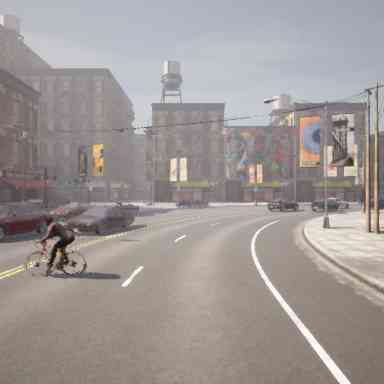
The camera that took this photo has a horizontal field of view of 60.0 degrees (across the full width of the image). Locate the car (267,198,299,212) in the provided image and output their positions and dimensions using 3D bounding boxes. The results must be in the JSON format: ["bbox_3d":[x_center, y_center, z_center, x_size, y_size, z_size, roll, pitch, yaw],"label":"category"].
[{"bbox_3d":[10.768,1.491,39.205,4.902,1.511,2.128,0,0,-44],"label":"car"}]

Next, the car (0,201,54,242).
[{"bbox_3d":[-9.258,1.352,16.409,2.097,1.767,4.553,0,0,12],"label":"car"}]

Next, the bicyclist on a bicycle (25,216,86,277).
[{"bbox_3d":[-3.606,1.454,8.773,1.656,1.620,0.582,-1,0,3],"label":"bicyclist on a bicycle"}]

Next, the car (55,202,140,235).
[{"bbox_3d":[-5.146,1.548,19.268,2.033,1.411,5.357,0,0,16],"label":"car"}]

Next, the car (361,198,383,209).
[{"bbox_3d":[24.176,1.526,43.323,4.674,1.442,1.812,0,0,-20],"label":"car"}]

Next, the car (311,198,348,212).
[{"bbox_3d":[15.856,1.504,38.910,4.892,1.490,1.837,0,0,-38],"label":"car"}]

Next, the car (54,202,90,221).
[{"bbox_3d":[-9.485,1.520,27.168,2.002,1.452,4.674,0,0,21],"label":"car"}]
